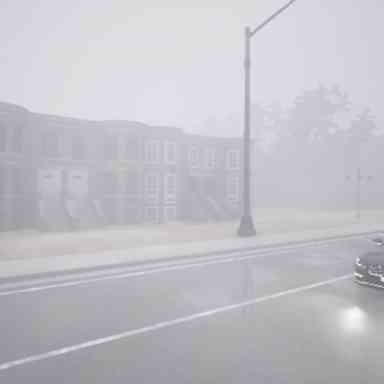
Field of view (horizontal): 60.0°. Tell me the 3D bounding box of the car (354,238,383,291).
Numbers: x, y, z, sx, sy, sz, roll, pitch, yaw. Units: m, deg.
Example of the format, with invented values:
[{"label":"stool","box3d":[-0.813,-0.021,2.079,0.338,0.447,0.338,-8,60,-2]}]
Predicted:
[{"label":"car","box3d":[5.948,1.569,8.238,4.892,1.490,1.837,0,0,-36]}]
